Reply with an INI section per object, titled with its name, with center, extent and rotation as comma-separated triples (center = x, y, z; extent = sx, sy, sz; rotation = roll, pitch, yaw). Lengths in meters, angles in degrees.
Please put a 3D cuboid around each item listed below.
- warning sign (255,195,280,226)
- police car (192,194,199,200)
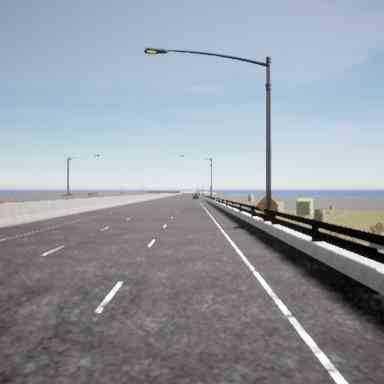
[warning sign]
center = 4.555, 1.097, 20.168
extent = 1.300, 1.860, 1.060
rotation = 0, 0, 0
[police car]
center = 1.050, 1.429, 95.284
extent = 1.930, 1.638, 5.238
rotation = 0, 0, 0
